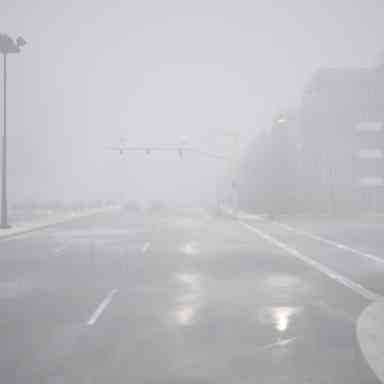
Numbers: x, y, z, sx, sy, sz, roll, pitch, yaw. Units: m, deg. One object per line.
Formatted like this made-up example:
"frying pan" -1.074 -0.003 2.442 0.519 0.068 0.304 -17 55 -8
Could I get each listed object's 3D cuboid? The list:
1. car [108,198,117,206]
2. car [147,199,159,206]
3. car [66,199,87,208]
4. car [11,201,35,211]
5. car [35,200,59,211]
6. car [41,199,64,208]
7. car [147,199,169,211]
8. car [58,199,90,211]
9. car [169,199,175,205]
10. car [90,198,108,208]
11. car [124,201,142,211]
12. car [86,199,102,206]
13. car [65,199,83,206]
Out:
"car" -16.216 1.963 66.064 1.882 1.535 5.008 0 0 0
"car" -8.100 2.111 69.435 1.895 1.301 4.718 0 0 0
"car" -19.758 1.984 57.025 1.994 1.385 4.181 0 0 0
"car" -23.246 1.943 46.484 1.895 1.301 4.718 0 0 0
"car" -19.752 1.824 47.025 1.882 1.535 5.008 0 0 0
"car" -23.263 1.974 55.675 1.994 1.385 4.181 0 0 0
"car" -4.592 1.842 45.880 1.837 1.490 4.892 0 0 -1
"car" -16.259 1.865 46.084 1.812 1.442 4.674 0 0 3
"car" -4.685 2.079 71.558 1.994 1.385 4.181 0 0 0
"car" -16.271 1.957 55.659 2.033 1.411 5.357 0 0 1
"car" -8.103 1.884 45.819 2.033 1.411 5.357 0 0 0
"car" -19.703 2.087 67.099 1.895 1.301 4.718 0 0 0
"car" -23.206 2.037 65.483 1.994 1.385 4.181 0 0 0
